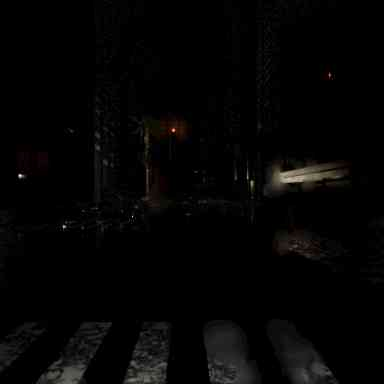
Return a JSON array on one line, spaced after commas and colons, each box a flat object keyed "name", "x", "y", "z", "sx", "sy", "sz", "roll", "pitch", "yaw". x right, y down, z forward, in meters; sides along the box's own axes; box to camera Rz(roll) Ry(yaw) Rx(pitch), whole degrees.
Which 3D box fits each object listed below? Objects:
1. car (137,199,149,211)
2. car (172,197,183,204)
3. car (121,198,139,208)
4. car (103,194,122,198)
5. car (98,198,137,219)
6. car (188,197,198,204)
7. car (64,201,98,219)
[{"name": "car", "x": -6.532, "y": 1.594, "z": 41.598, "sx": 2.128, "sy": 1.511, "sz": 4.902, "roll": 0, "pitch": 0, "yaw": 0}, {"name": "car", "x": -3.040, "y": 1.787, "z": 69.877, "sx": 1.994, "sy": 1.385, "sz": 4.181, "roll": 0, "pitch": 0, "yaw": 0}, {"name": "car", "x": -9.751, "y": 1.710, "z": 52.718, "sx": 1.994, "sy": 1.385, "sz": 4.181, "roll": 0, "pitch": 0, "yaw": 0}, {"name": "car", "x": -9.791, "y": 1.320, "z": 40.651, "sx": 2.150, "sy": 2.045, "sz": 5.566, "roll": 0, "pitch": 0, "yaw": 0}, {"name": "car", "x": -6.556, "y": 1.541, "z": 29.665, "sx": 1.882, "sy": 1.535, "sz": 5.008, "roll": 0, "pitch": 0, "yaw": 0}, {"name": "car", "x": 0.210, "y": 1.787, "z": 69.897, "sx": 1.994, "sy": 1.385, "sz": 4.181, "roll": 0, "pitch": 0, "yaw": 0}, {"name": "car", "x": -9.802, "y": 1.542, "z": 29.928, "sx": 1.882, "sy": 1.535, "sz": 5.008, "roll": 0, "pitch": 0, "yaw": 0}]
